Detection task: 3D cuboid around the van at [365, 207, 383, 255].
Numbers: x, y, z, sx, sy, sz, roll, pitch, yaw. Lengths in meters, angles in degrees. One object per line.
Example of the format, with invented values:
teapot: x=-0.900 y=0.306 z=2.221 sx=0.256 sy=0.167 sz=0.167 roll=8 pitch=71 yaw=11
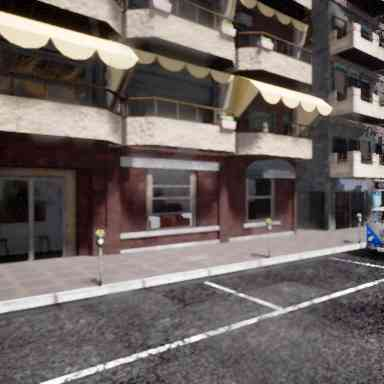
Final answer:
van: x=8.041 y=1.414 z=12.307 sx=3.998 sy=1.788 sz=1.690 roll=0 pitch=-1 yaw=-35
